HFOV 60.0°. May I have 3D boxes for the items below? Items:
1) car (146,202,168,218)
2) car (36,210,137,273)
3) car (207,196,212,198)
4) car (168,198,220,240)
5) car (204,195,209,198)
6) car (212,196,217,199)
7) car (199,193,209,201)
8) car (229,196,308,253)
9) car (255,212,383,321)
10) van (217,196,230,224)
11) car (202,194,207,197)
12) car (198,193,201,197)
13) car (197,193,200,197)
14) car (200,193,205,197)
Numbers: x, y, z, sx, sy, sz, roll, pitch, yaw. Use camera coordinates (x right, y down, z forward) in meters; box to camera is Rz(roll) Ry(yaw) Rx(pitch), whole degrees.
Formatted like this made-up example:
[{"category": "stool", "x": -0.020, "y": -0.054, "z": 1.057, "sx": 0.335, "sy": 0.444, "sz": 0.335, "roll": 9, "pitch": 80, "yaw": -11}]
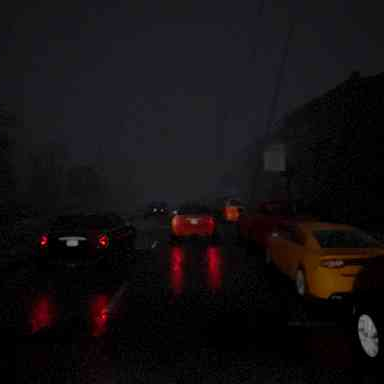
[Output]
[{"category": "car", "x": -3.154, "y": 1.617, "z": 30.964, "sx": 2.033, "sy": 1.411, "sz": 5.357, "roll": 0, "pitch": 0, "yaw": 0}, {"category": "car", "x": -3.151, "y": 1.377, "z": 10.884, "sx": 2.097, "sy": 1.767, "sz": 4.553, "roll": 0, "pitch": 0, "yaw": 0}, {"category": "car", "x": 3.221, "y": 1.612, "z": 41.488, "sx": 2.002, "sy": 1.452, "sz": 4.674, "roll": 0, "pitch": 0, "yaw": 0}, {"category": "car", "x": 0.097, "y": 1.390, "z": 17.268, "sx": 2.097, "sy": 1.767, "sz": 4.553, "roll": 0, "pitch": 0, "yaw": 0}, {"category": "car", "x": 3.219, "y": 1.586, "z": 47.009, "sx": 2.231, "sy": 1.521, "sz": 4.892, "roll": 0, "pitch": 0, "yaw": 0}, {"category": "car", "x": 3.222, "y": 1.422, "z": 30.535, "sx": 2.185, "sy": 1.767, "sz": 4.553, "roll": 0, "pitch": 0, "yaw": 0}, {"category": "car", "x": 3.193, "y": 1.432, "z": 91.372, "sx": 2.435, "sy": 2.045, "sz": 5.566, "roll": 0, "pitch": 0, "yaw": 0}, {"category": "car", "x": 3.223, "y": 1.260, "z": 13.894, "sx": 2.435, "sy": 2.045, "sz": 5.566, "roll": 0, "pitch": 0, "yaw": 0}, {"category": "car", "x": 3.225, "y": 1.499, "z": 8.460, "sx": 2.097, "sy": 1.535, "sz": 5.008, "roll": 0, "pitch": 0, "yaw": 0}, {"category": "van", "x": 3.222, "y": 1.310, "z": 25.157, "sx": 1.878, "sy": 1.987, "sz": 4.442, "roll": 0, "pitch": 0, "yaw": 0}, {"category": "car", "x": 3.216, "y": 1.607, "z": 58.251, "sx": 1.946, "sy": 1.575, "sz": 5.366, "roll": 0, "pitch": 0, "yaw": 0}, {"category": "car", "x": 3.203, "y": 1.659, "z": 80.161, "sx": 2.231, "sy": 1.521, "sz": 4.892, "roll": 0, "pitch": 0, "yaw": 0}, {"category": "car", "x": 3.200, "y": 1.672, "z": 85.687, "sx": 2.231, "sy": 1.521, "sz": 4.892, "roll": 0, "pitch": 0, "yaw": 0}, {"category": "car", "x": 3.218, "y": 1.496, "z": 63.561, "sx": 2.185, "sy": 1.767, "sz": 4.553, "roll": 0, "pitch": 0, "yaw": 0}]
